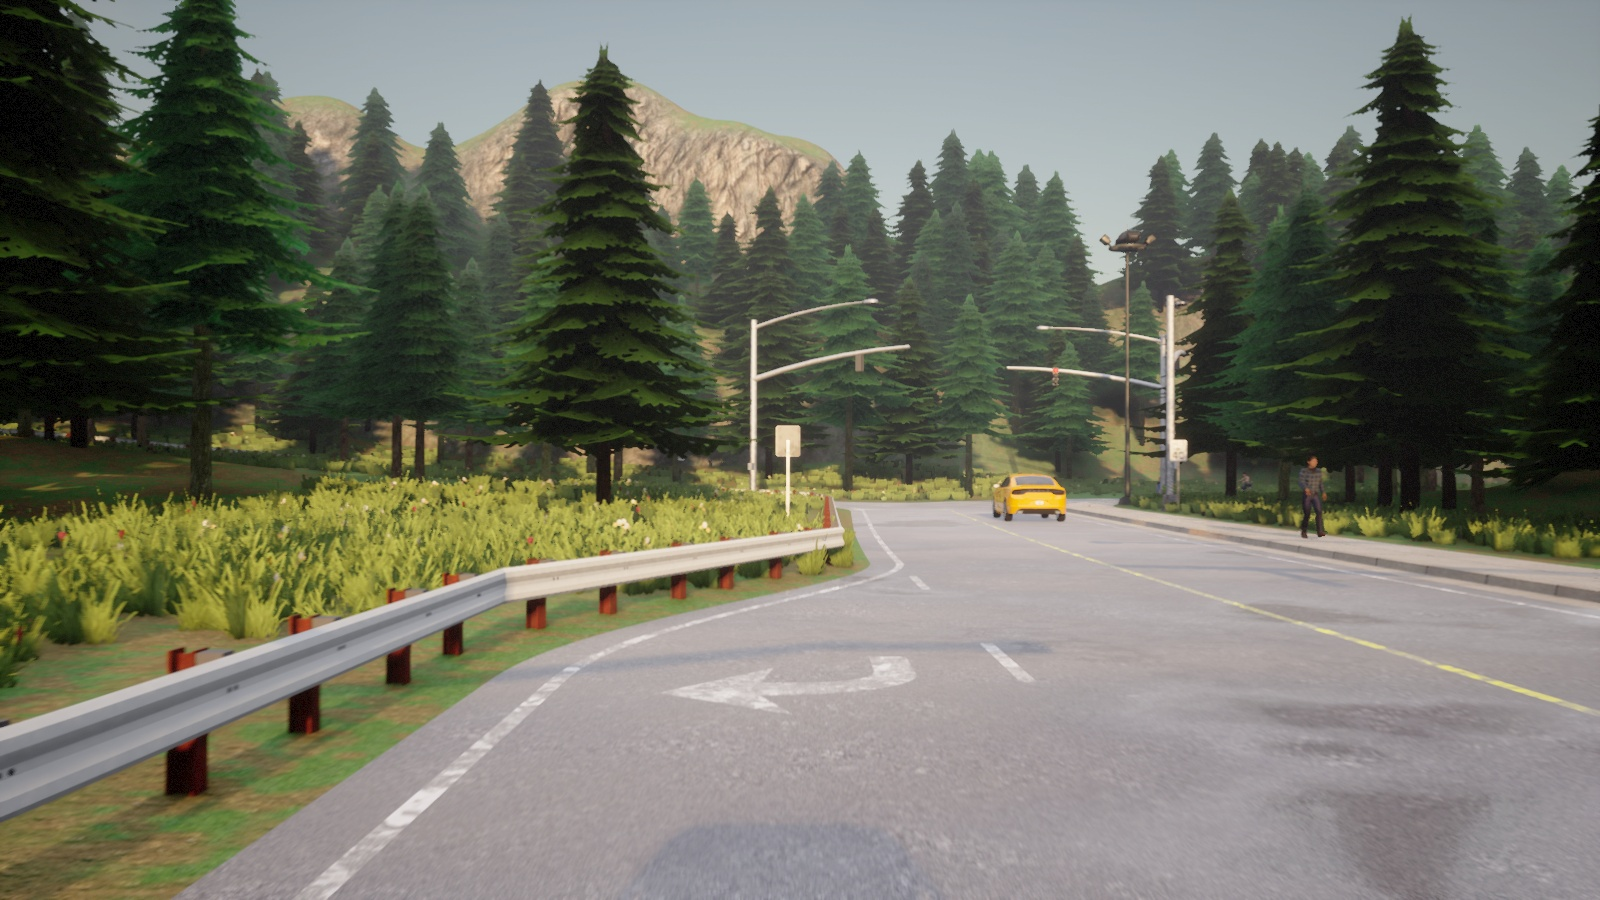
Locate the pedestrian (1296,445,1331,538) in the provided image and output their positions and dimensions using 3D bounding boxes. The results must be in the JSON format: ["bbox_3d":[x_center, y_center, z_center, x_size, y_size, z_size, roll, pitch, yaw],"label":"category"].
[{"bbox_3d":[10.975,0.882,26.852,0.423,1.949,0.788,0,-1,2],"label":"pedestrian"}]

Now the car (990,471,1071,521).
[{"bbox_3d":[7.475,1.452,41.196,1.882,1.535,5.008,0,-1,2],"label":"car"}]
